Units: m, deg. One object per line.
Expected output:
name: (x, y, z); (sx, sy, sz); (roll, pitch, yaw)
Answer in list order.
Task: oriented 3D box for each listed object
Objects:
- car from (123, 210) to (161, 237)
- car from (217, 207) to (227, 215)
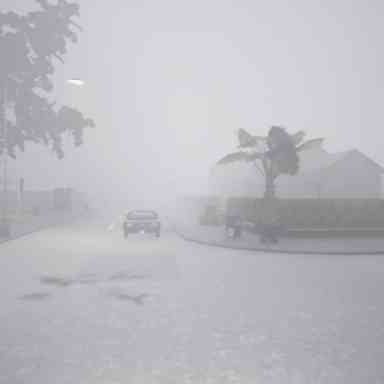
car: (-2.789, 1.680, 18.697); (1.895, 1.301, 4.718); (0, 0, -8)
car: (4.812, 1.518, 27.896); (5.357, 1.415, 2.033); (0, 0, -5)
